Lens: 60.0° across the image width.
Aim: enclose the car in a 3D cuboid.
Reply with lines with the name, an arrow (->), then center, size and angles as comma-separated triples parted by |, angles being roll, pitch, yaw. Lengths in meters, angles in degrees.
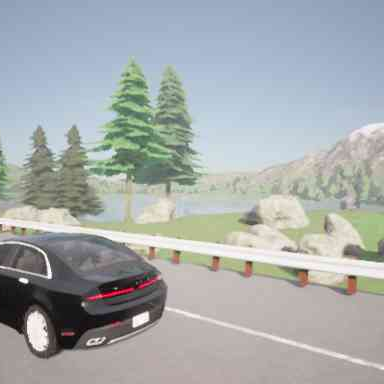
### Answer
car -> -2.648, 1.489, 6.005 | 4.892, 1.490, 1.837 | 0, 0, 36
